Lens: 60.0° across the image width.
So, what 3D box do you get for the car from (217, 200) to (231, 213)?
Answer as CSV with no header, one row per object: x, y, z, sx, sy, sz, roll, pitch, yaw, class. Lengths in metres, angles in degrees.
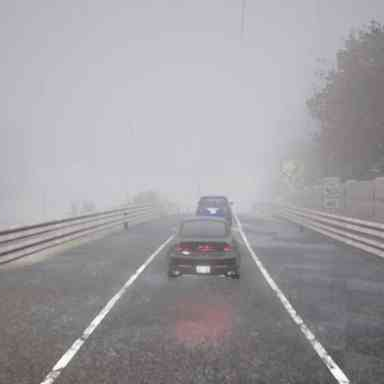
5.664,2.554,58.131,2.150,2.045,5.566,0,-4,9,car

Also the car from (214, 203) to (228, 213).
4.193,2.284,47.467,1.895,1.301,4.718,0,-3,7,car

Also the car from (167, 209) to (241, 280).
0.376,1.488,9.921,1.837,1.490,4.892,0,0,3,car

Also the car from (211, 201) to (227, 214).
3.283,1.857,39.556,1.812,1.442,4.674,0,-2,6,car

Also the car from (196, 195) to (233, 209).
1.458,1.199,21.384,2.150,2.045,5.566,0,0,6,car
